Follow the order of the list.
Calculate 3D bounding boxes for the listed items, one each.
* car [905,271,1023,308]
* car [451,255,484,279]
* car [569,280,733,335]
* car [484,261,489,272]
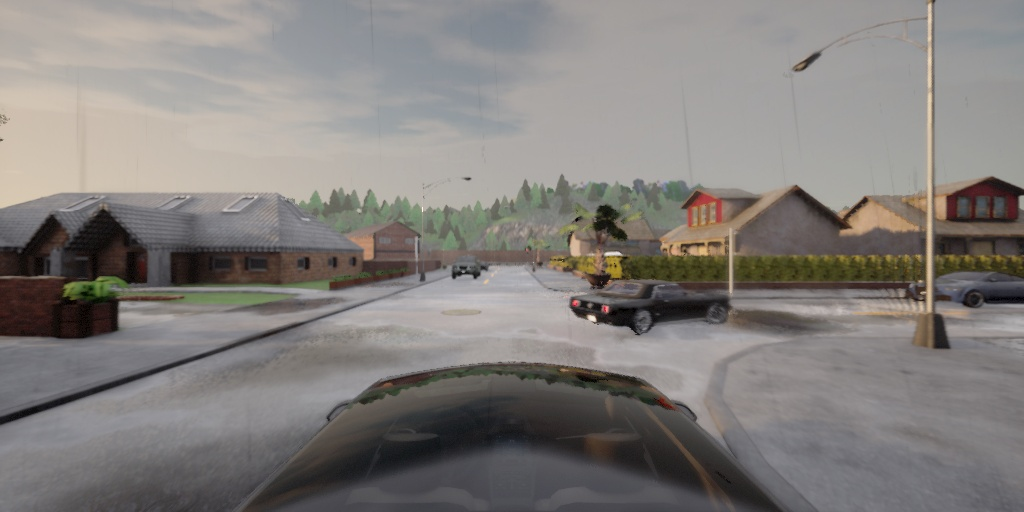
[{"bbox_3d":[18.816,1.308,14.574,4.181,1.385,1.994,0,0,0],"label":"car"},{"bbox_3d":[-4.076,0.959,32.758,2.150,2.045,5.566,0,0,0],"label":"car"},{"bbox_3d":[4.117,1.347,10.378,4.718,1.301,1.895,0,0,-26],"label":"car"},{"bbox_3d":[-4.053,1.334,46.573,1.895,1.301,4.718,0,0,0],"label":"car"}]
